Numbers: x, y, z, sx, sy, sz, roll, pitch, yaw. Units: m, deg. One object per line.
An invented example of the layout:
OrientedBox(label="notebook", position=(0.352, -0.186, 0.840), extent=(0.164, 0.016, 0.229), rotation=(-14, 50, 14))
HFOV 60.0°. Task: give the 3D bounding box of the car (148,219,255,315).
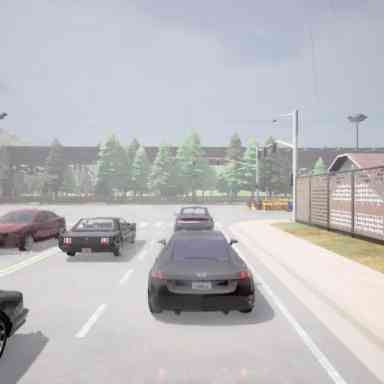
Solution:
OrientedBox(label="car", position=(0.147, 1.564, 7.653), extent=(1.994, 1.385, 4.181), rotation=(0, 0, -1))

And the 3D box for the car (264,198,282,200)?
OrientedBox(label="car", position=(12.289, 1.599, 45.343), extent=(4.718, 1.301, 1.895), rotation=(0, 0, -3))

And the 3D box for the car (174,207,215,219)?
OrientedBox(label="car", position=(0.119, 1.491, 16.556), extent=(2.128, 1.511, 4.902), rotation=(0, 0, 1))

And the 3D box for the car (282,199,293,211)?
OrientedBox(label="car", position=(13.396, 1.476, 38.208), extent=(5.008, 1.535, 1.882), rotation=(0, 0, -2))

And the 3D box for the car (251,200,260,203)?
OrientedBox(label="car", position=(11.752, 1.599, 52.362), extent=(4.718, 1.301, 1.895), rotation=(0, 0, -2))

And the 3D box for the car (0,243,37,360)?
OrientedBox(label="car", position=(-3.399, 1.547, 2.579), extent=(2.033, 1.411, 5.357), rotation=(0, 0, 0))

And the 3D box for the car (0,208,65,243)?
OrientedBox(label="car", position=(-7.051, 1.477, 14.129), extent=(1.882, 1.535, 5.008), rotation=(0, 0, 1))

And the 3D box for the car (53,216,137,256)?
OrientedBox(label="car", position=(-3.398, 1.600, 12.973), extent=(1.895, 1.301, 4.718), rotation=(0, 0, 0))
